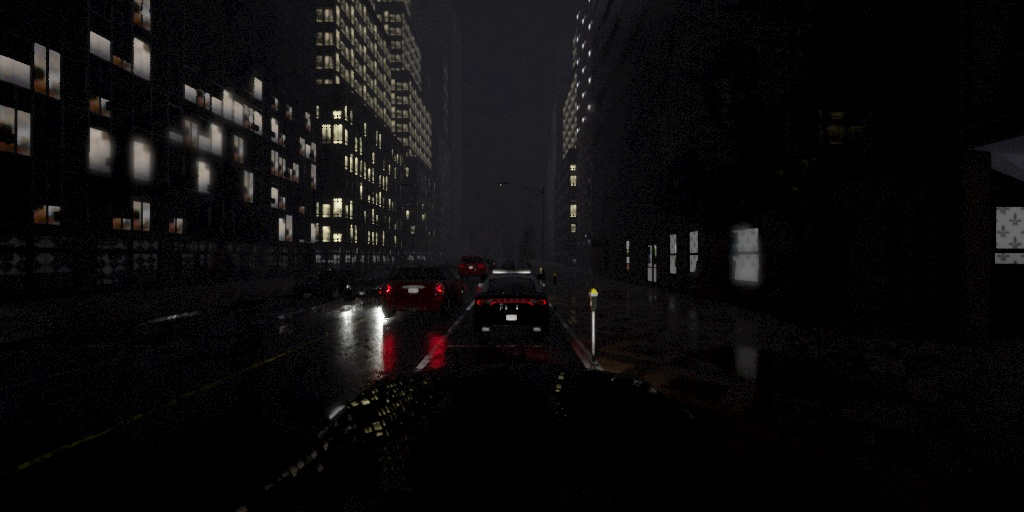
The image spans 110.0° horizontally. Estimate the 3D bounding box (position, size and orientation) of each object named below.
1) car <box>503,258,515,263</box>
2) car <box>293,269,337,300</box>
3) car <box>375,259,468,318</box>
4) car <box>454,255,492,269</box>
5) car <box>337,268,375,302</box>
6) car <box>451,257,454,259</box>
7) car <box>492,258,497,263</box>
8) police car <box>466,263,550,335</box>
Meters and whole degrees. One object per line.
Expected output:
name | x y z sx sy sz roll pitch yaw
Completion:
car | -0.455 1.298 46.099 1.948 1.339 4.313 0 0 0
car | -8.836 1.313 17.650 1.948 1.339 4.313 0 0 0
car | -3.045 1.100 13.181 2.097 1.767 4.553 0 0 0
car | -3.145 0.964 30.089 2.150 2.045 5.566 0 0 0
car | -6.245 1.273 17.191 1.812 1.442 4.674 0 0 0
car | -8.836 1.273 51.803 1.888 1.381 4.507 0 0 0
car | -3.045 1.083 47.467 2.097 1.767 4.553 0 0 0
police car | -0.012 1.174 10.609 1.930 1.638 5.238 0 0 0
